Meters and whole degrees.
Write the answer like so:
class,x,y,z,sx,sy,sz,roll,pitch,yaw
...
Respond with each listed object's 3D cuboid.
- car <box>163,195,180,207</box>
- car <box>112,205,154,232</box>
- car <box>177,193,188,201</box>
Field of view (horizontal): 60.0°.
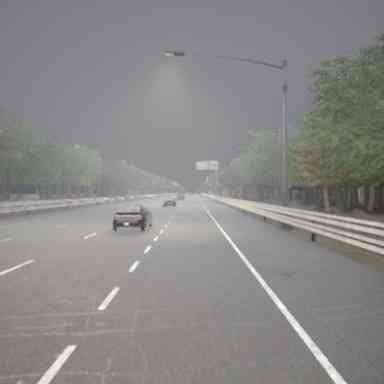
class,x,y,z,sx,sy,sz,roll,pitch,yaw
car,-3.343,1.570,51.635,1.812,1.442,4.674,0,0,0
car,-3.474,1.504,20.124,2.128,1.511,4.902,0,0,0
car,-3.032,1.287,90.883,2.150,2.045,5.566,0,0,1
